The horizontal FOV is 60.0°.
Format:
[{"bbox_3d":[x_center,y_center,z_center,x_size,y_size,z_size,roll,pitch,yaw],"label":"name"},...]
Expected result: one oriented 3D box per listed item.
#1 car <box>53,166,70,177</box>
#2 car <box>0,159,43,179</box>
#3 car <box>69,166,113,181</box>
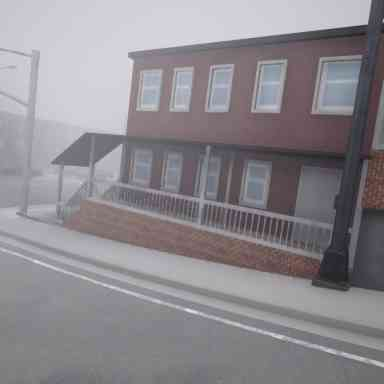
[{"bbox_3d":[-14.706,-2.667,42.188,2.033,1.411,5.357,11,6,35],"label":"car"},{"bbox_3d":[-17.428,-2.140,32.495,2.033,1.411,5.357,11,6,37],"label":"car"},{"bbox_3d":[-11.787,-2.176,40.302,1.837,1.490,4.892,11,6,35],"label":"car"}]
